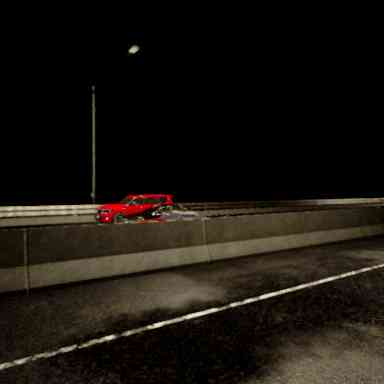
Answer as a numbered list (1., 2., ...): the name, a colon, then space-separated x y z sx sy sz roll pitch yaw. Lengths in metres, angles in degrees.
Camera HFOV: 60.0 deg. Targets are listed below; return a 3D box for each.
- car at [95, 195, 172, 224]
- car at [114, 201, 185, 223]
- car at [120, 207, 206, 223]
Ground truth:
1. car: -3.745 1.215 22.818 5.566 2.045 2.150 0 0 -36
2. car: -1.813 1.499 19.897 4.892 1.490 1.837 0 0 -35
3. car: -0.809 1.596 16.315 4.718 1.301 1.895 0 0 -36
